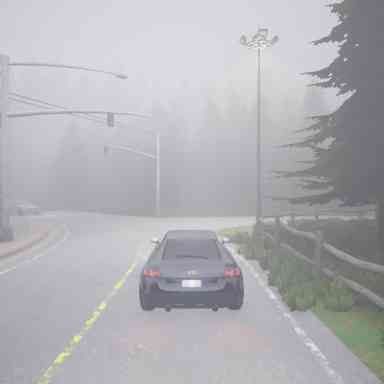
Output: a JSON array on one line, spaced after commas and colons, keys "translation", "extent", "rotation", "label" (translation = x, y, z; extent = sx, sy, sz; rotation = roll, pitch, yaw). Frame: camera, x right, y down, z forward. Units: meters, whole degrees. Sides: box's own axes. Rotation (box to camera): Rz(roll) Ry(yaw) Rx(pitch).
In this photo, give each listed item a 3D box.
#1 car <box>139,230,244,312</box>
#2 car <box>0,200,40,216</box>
[{"translation": [-0.030, 1.564, 7.803], "extent": [1.994, 1.385, 4.181], "rotation": [0, 0, -1], "label": "car"}, {"translation": [-17.064, 1.526, 32.839], "extent": [4.674, 1.442, 1.812], "rotation": [0, 0, 30], "label": "car"}]
